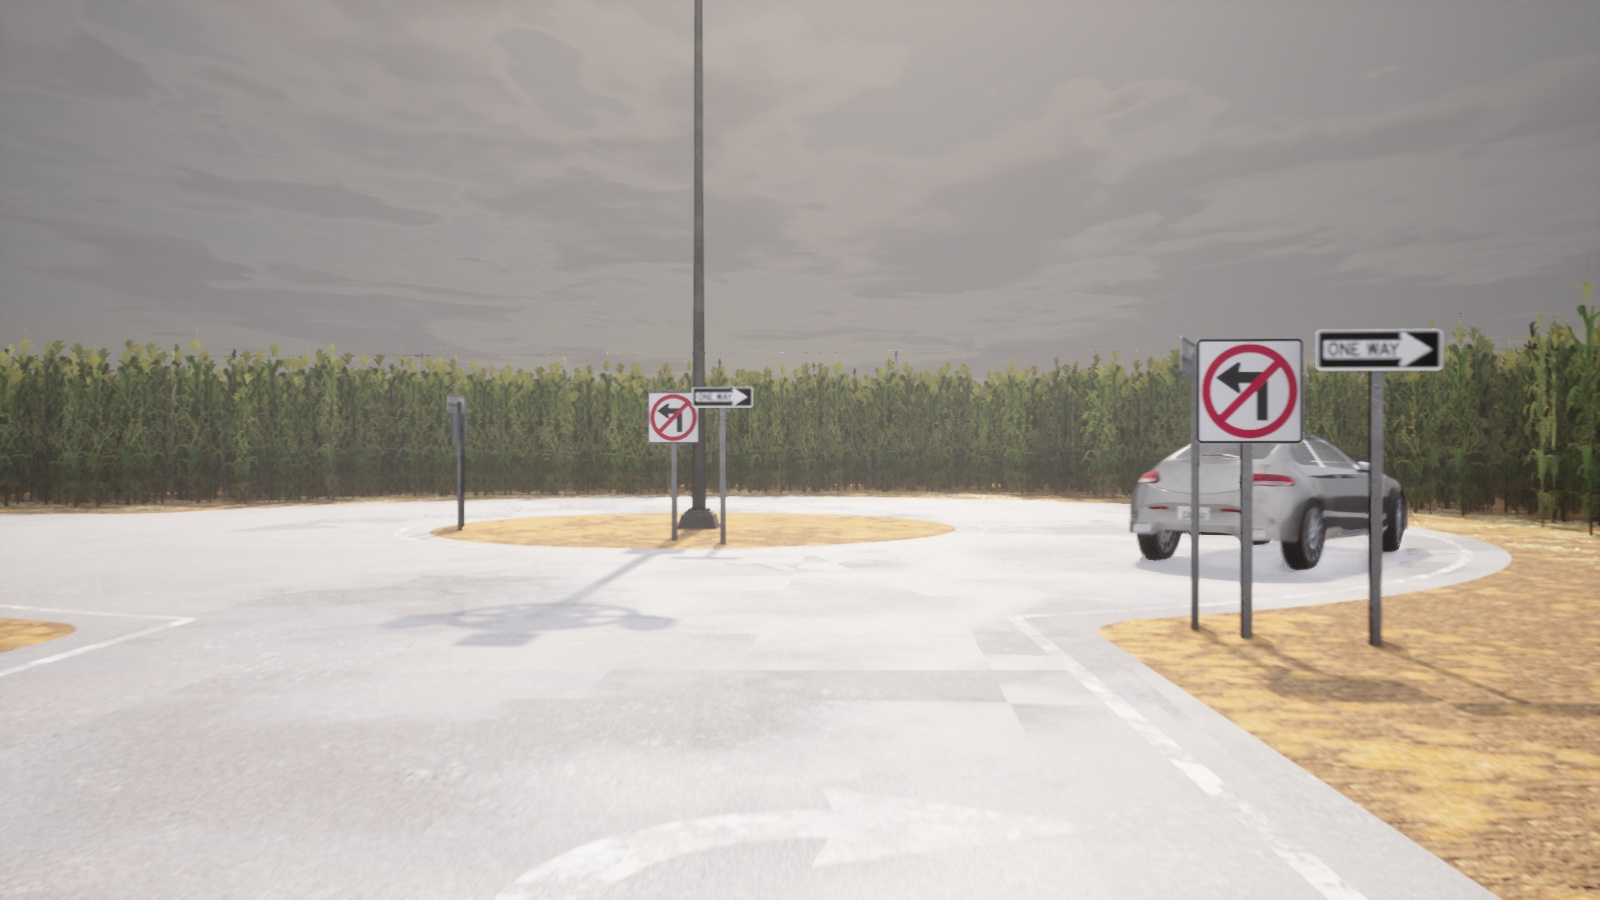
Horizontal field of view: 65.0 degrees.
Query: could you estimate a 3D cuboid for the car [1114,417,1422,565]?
[{"bbox_3d":[6.315,0.437,16.568,2.152,1.651,5.027,0,1,41],"label":"car"}]
